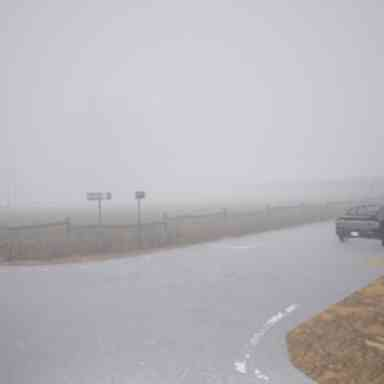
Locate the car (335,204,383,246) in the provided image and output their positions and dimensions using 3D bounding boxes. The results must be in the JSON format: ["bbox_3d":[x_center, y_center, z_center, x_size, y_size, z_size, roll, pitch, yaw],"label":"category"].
[{"bbox_3d":[7.680,1.259,13.830,4.902,1.511,2.128,-2,0,-44],"label":"car"}]

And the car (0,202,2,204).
[{"bbox_3d":[-45.794,2.565,75.445,4.611,1.667,2.242,-2,0,-44],"label":"car"}]
